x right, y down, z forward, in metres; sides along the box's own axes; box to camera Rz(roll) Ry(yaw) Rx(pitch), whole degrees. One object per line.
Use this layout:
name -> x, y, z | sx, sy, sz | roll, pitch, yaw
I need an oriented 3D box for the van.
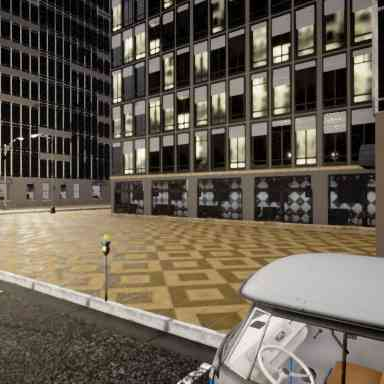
van -> 1.900, 1.341, 1.523 | 3.998, 1.788, 1.690 | 0, 0, 35
